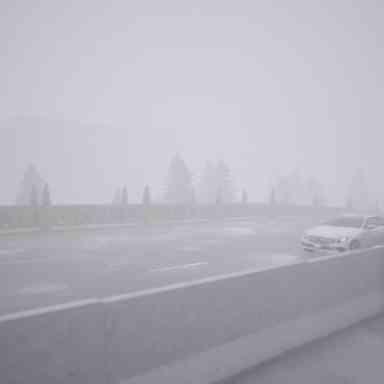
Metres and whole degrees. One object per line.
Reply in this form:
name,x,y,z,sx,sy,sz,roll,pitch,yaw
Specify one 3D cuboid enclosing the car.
car,6.169,1.551,12.678,4.674,1.442,1.812,0,0,-35
